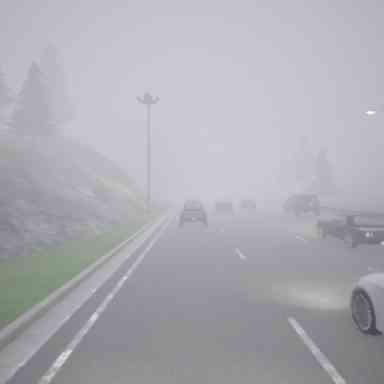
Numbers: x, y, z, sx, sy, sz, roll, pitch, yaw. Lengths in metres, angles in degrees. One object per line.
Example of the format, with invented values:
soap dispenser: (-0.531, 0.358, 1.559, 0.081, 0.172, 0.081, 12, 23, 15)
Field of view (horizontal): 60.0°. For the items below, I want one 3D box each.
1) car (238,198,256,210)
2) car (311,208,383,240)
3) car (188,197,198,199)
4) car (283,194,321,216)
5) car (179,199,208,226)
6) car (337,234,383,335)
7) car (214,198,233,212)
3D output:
car: (7.097, 1.504, 43.134, 1.837, 1.490, 4.892, 0, 0, 0)
car: (7.099, 1.601, 14.485, 1.895, 1.301, 4.718, 0, 0, 0)
car: (0.095, 1.477, 47.738, 1.882, 1.535, 5.008, 0, 0, 0)
car: (10.597, 1.222, 32.347, 2.150, 2.045, 5.566, 0, 0, 0)
car: (0.099, 1.491, 23.429, 2.128, 1.511, 4.902, 0, 0, 0)
car: (3.599, 1.526, 3.739, 1.812, 1.442, 4.674, 0, 0, 0)
car: (3.597, 1.477, 38.279, 1.882, 1.535, 5.008, 0, 0, 0)
